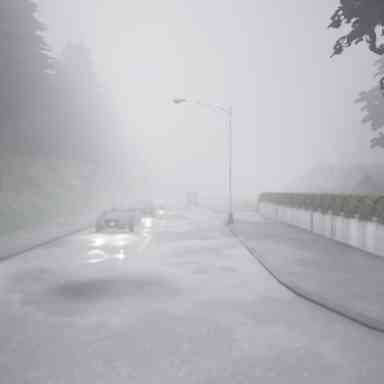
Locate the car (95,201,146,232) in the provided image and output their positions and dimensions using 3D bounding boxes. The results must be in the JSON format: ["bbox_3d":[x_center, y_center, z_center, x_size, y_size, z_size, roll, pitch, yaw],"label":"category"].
[{"bbox_3d":[-4.081,1.428,18.976,1.994,1.385,4.181,0,0,0],"label":"car"}]

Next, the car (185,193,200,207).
[{"bbox_3d":[0.016,1.206,44.822,1.812,1.442,4.674,0,0,0],"label":"car"}]

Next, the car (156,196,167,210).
[{"bbox_3d":[-4.053,1.253,38.233,1.812,1.442,4.674,0,0,1],"label":"car"}]

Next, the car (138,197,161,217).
[{"bbox_3d":[-4.077,1.361,28.417,1.994,1.385,4.181,0,0,0],"label":"car"}]

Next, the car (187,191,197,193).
[{"bbox_3d":[0.019,0.830,55.053,2.150,2.045,5.566,0,0,0],"label":"car"}]
